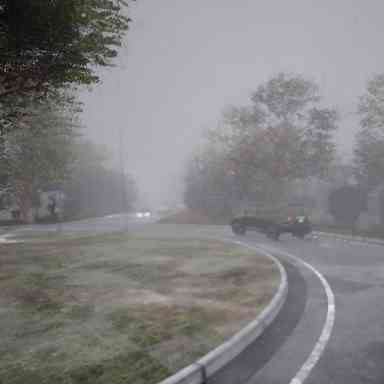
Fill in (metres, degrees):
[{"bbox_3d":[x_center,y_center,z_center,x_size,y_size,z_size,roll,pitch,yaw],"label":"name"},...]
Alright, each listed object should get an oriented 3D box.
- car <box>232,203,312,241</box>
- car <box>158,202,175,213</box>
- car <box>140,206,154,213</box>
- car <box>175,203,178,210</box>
[{"bbox_3d":[4.601,1.684,20.014,2.150,2.045,5.566,1,-2,-26],"label":"car"},{"bbox_3d":[-5.175,2.958,63.904,2.150,2.045,5.566,-1,-1,3],"label":"car"},{"bbox_3d":[-8.691,3.387,63.983,1.895,1.301,4.718,-1,-1,3],"label":"car"},{"bbox_3d":[-4.484,3.307,79.158,2.097,1.767,4.553,-1,-1,3],"label":"car"}]
